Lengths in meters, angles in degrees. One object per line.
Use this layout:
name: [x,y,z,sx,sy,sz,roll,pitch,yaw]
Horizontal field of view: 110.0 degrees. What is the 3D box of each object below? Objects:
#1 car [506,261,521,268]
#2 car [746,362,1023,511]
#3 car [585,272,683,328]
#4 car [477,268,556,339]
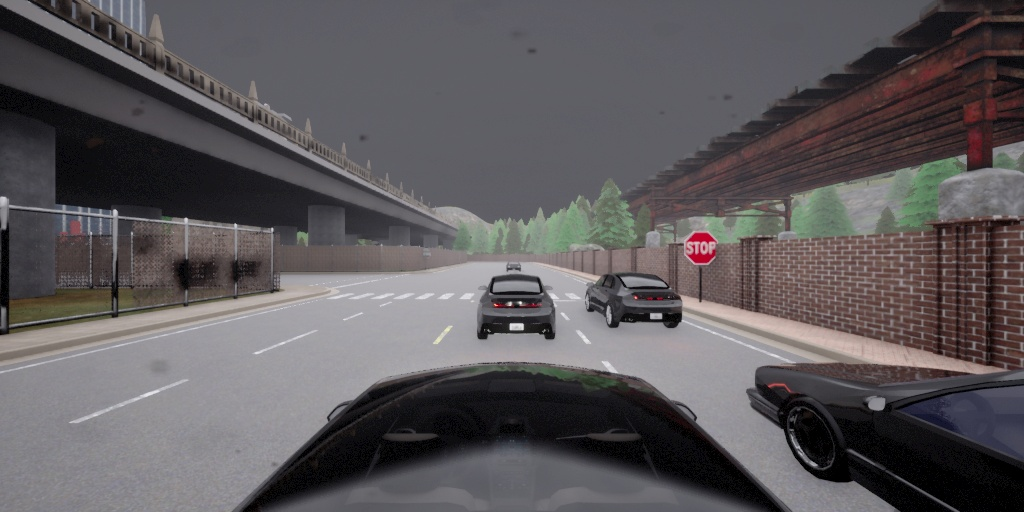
car: [0.203,1.351,46.293,1.895,1.301,4.718,0,0,-1]
car: [3.600,1.297,1.620,2.033,1.411,5.357,0,0,0]
car: [3.604,1.255,11.366,1.837,1.490,4.892,0,0,0]
car: [0.102,1.255,10.009,1.837,1.490,4.892,0,0,0]
